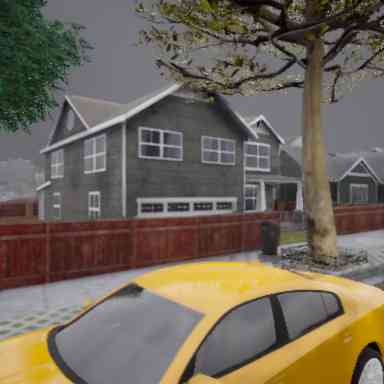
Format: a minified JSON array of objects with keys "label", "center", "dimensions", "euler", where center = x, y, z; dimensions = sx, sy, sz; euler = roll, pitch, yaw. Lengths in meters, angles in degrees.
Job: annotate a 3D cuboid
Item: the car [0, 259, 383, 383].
[{"label":"car","center":[0.043,1.502,3.122],"dimensions":[5.008,1.535,1.882],"euler":[0,-1,-38]}]
